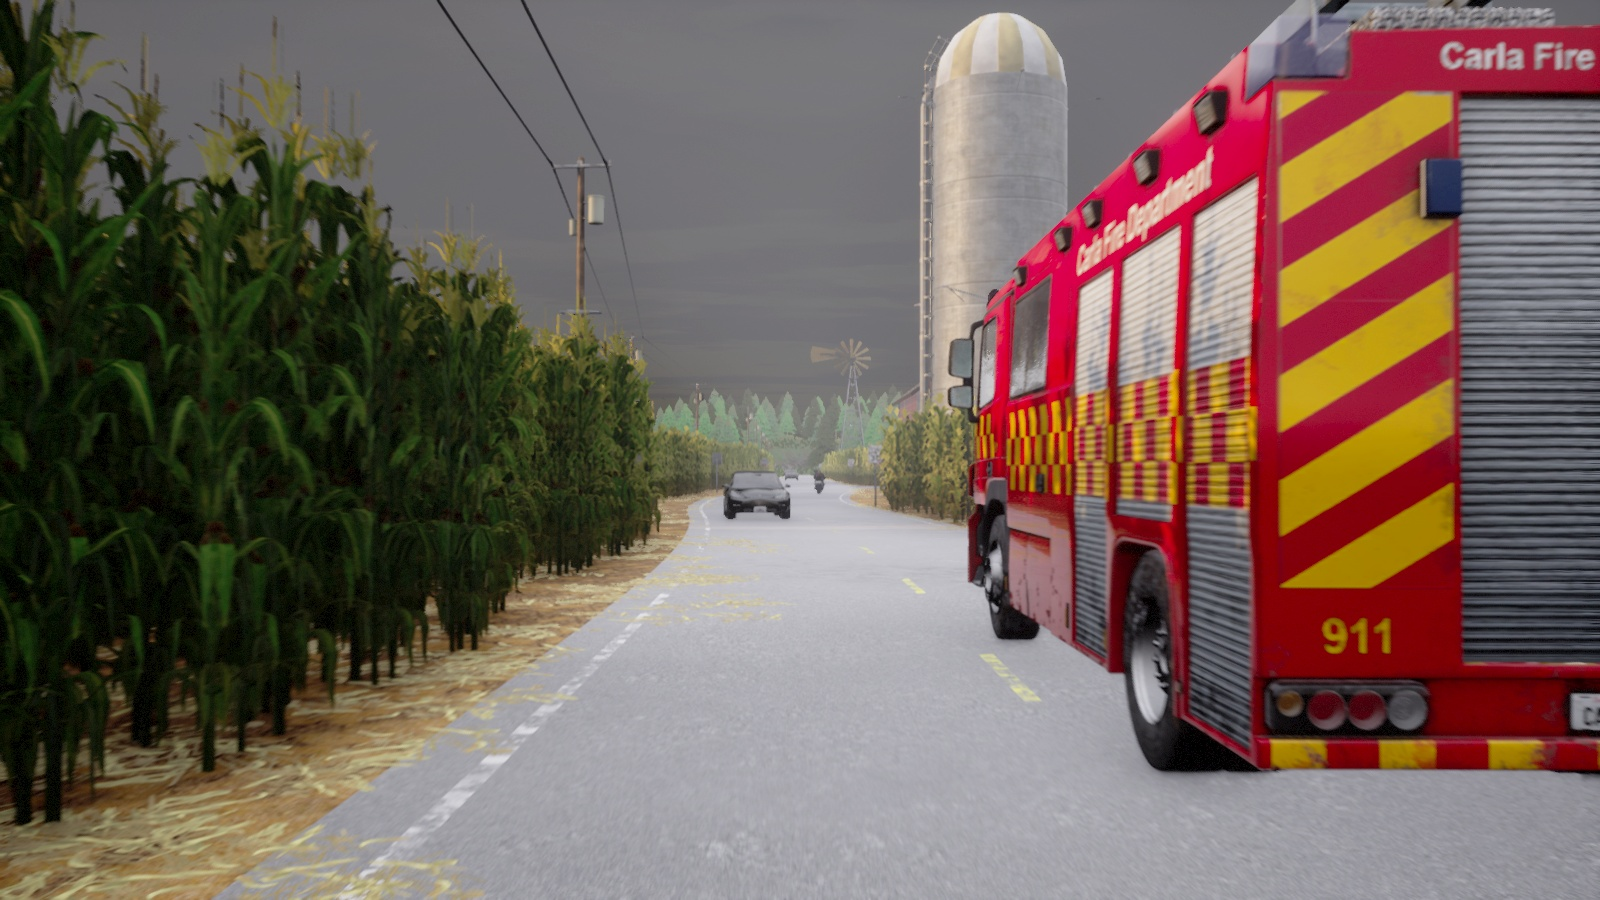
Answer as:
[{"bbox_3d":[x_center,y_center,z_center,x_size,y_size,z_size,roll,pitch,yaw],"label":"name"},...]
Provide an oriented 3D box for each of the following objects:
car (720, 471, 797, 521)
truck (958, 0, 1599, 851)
[{"bbox_3d":[-1.402,1.433,40.130,2.163,1.488,4.792,0,-1,-5],"label":"car"},{"bbox_3d":[3.174,-0.221,9.376,2.891,3.827,8.468,0,-1,0],"label":"truck"}]
